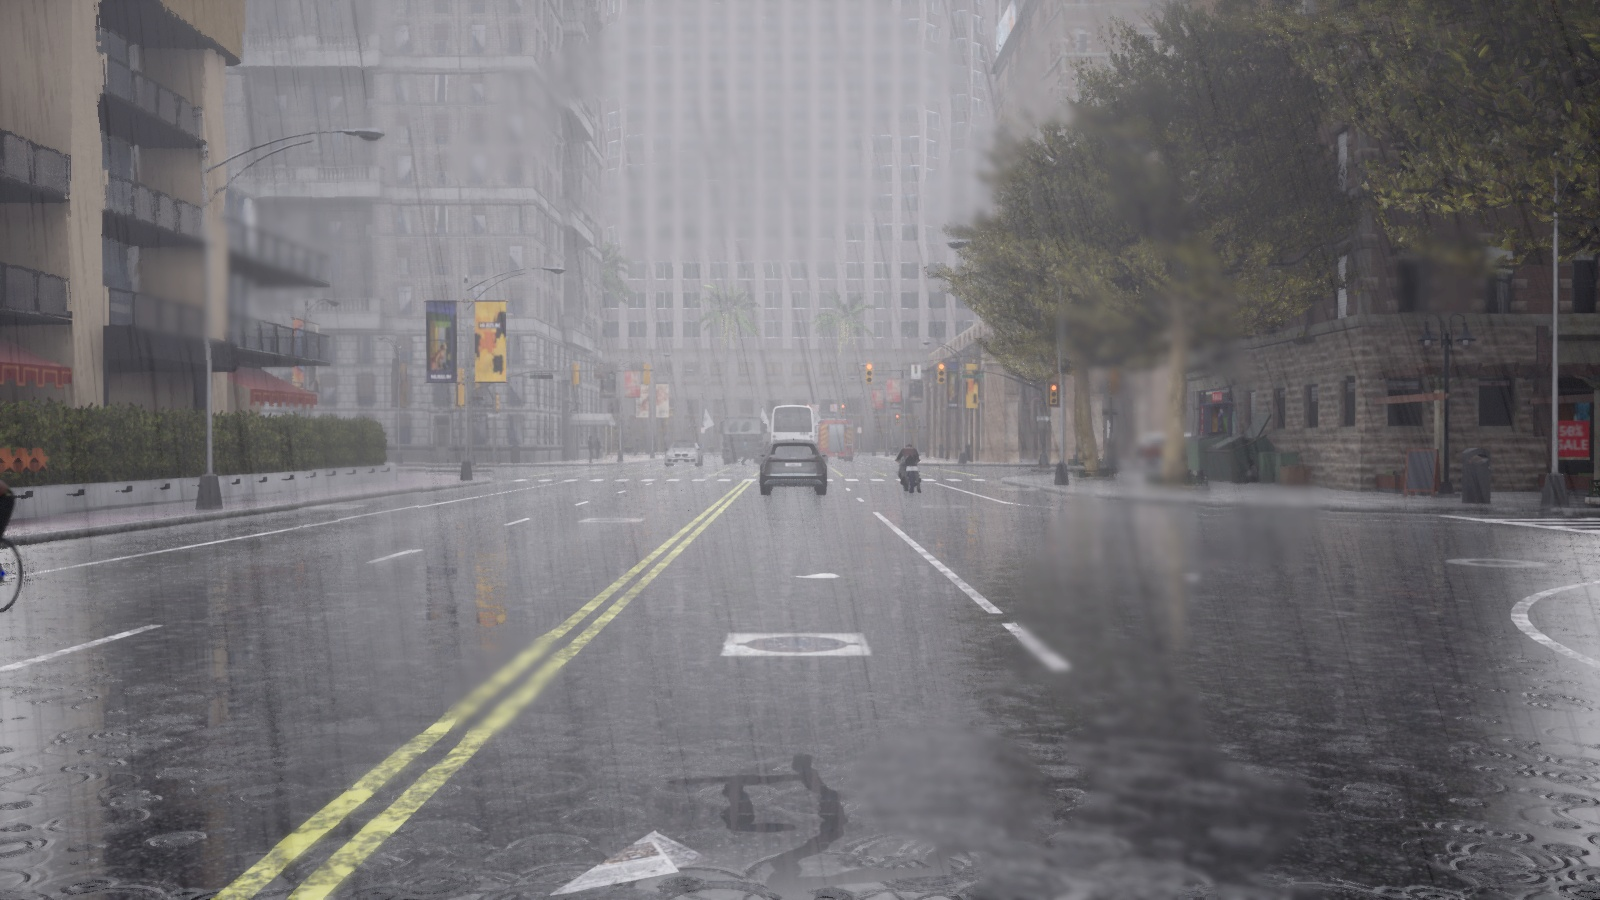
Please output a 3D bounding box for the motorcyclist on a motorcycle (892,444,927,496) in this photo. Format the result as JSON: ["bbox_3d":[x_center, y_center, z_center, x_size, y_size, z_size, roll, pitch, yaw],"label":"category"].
[{"bbox_3d":[3.298,0.569,38.045,0.866,1.530,2.191,0,0,0],"label":"motorcyclist on a motorcycle"}]

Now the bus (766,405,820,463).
[{"bbox_3d":[-0.563,-1.176,96.592,3.944,4.253,10.273,0,0,0],"label":"bus"}]

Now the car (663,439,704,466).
[{"bbox_3d":[-7.462,0.129,80.703,2.242,1.667,4.611,0,0,0],"label":"car"}]

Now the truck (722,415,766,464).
[{"bbox_3d":[-4.030,-0.755,91.626,2.891,3.462,7.936,0,0,0],"label":"truck"}]

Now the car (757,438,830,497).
[{"bbox_3d":[-0.196,0.465,37.376,2.033,1.649,4.856,0,0,0],"label":"car"}]

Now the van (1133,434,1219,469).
[{"bbox_3d":[22.090,0.071,73.871,4.480,2.038,2.069,0,0,1],"label":"van"}]

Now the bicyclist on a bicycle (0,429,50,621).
[{"bbox_3d":[-7.031,0.635,10.456,0.582,1.620,1.656,0,1,0],"label":"bicyclist on a bicycle"}]
